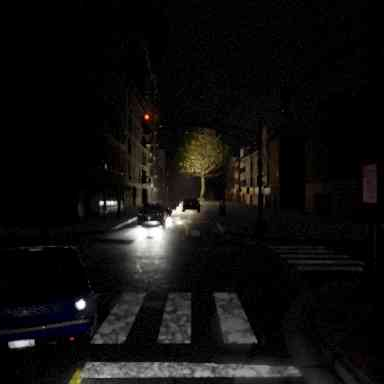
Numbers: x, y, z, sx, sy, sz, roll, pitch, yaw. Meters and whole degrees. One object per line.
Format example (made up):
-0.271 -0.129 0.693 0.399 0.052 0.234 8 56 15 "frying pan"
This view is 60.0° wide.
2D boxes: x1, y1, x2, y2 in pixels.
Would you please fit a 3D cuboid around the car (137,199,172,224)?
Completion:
-2.960 1.566 25.411 2.128 1.511 4.902 0 0 0 "car"

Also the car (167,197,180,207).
-2.995 1.666 54.131 1.837 1.490 4.892 0 0 0 "car"

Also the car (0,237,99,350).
-2.941 1.622 6.289 1.895 1.301 4.718 0 0 -21 "car"

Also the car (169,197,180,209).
-3.014 1.692 43.808 1.994 1.385 4.181 0 0 0 "car"

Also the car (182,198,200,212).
-0.095 1.472 41.243 2.097 1.767 4.553 0 0 0 "car"

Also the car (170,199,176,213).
-3.004 1.701 34.621 1.895 1.301 4.718 0 0 0 "car"
